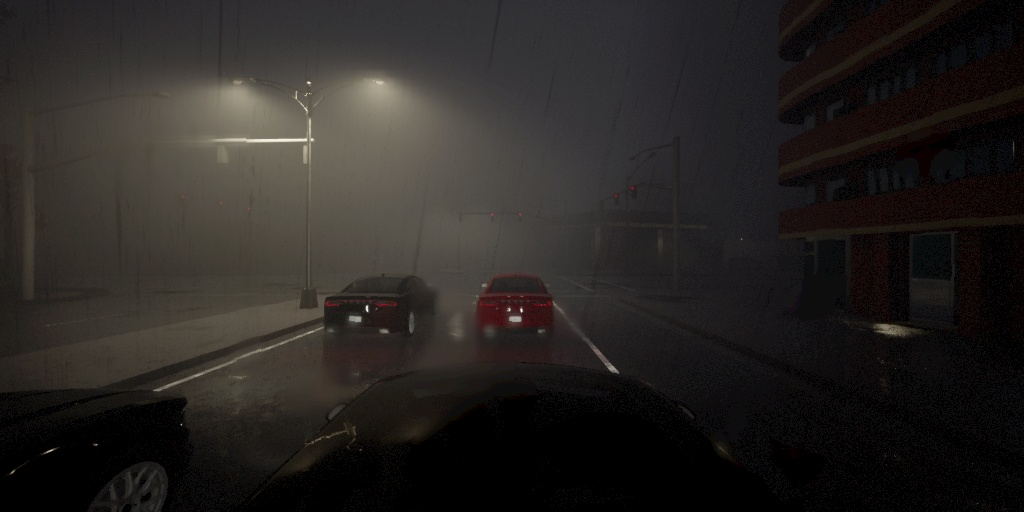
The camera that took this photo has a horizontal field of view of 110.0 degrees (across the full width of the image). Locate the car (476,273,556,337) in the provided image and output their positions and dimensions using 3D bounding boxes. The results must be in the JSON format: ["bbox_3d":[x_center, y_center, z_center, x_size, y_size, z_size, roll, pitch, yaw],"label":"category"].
[{"bbox_3d":[0.108,1.228,10.305,1.882,1.535,5.008,0,0,1],"label":"car"}]

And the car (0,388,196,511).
[{"bbox_3d":[-3.408,1.228,0.716,1.882,1.535,5.008,0,0,0],"label":"car"}]

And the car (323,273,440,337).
[{"bbox_3d":[-3.397,1.228,10.290,1.882,1.535,5.008,0,0,0],"label":"car"}]
